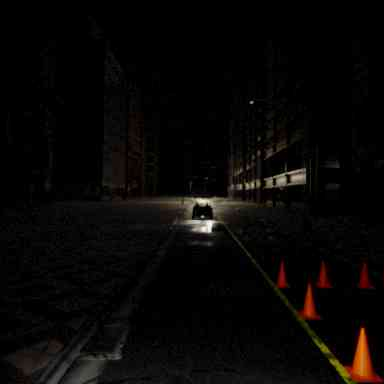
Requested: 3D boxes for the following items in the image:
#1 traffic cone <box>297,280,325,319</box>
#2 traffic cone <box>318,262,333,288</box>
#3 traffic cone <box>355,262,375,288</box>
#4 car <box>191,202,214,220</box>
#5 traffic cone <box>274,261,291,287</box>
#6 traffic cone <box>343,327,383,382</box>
[{"bbox_3d":[2.168,1.984,6.150,0.340,0.580,0.340,1,0,1],"label":"traffic cone"},{"bbox_3d":[3.206,1.997,8.130,0.340,0.580,0.340,1,0,1],"label":"traffic cone"},{"bbox_3d":[4.206,2.009,8.110,0.340,0.580,0.340,1,0,1],"label":"traffic cone"},{"bbox_3d":[0.898,1.581,29.092,2.033,1.411,5.357,1,0,1],"label":"car"},{"bbox_3d":[2.207,1.986,8.150,0.340,0.580,0.340,1,0,1],"label":"traffic cone"},{"bbox_3d":[2.128,1.983,4.151,0.340,0.580,0.340,1,0,1],"label":"traffic cone"}]
